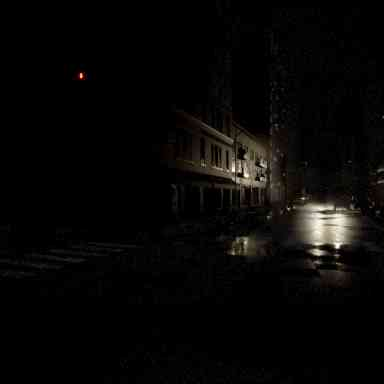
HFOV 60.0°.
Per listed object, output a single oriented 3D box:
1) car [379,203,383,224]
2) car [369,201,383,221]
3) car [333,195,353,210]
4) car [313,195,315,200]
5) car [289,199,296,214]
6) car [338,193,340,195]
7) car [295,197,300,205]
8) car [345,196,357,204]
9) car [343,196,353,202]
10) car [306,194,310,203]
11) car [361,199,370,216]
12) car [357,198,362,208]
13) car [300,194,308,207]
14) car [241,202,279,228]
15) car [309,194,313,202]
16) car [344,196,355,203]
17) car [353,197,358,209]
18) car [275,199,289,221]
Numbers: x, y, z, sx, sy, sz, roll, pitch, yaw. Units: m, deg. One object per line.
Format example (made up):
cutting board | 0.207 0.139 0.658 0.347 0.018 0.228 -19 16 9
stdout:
car | 12.363 1.568 19.124 1.947 1.339 4.313 1 0 22
car | 14.452 1.547 24.245 1.887 1.381 4.507 1 0 22
car | 19.461 1.527 43.310 1.812 1.442 4.674 0 0 22
car | 25.353 1.309 73.537 2.192 1.841 5.009 1 0 22
car | 8.644 1.553 32.580 2.008 1.369 4.403 1 0 22
car | 39.519 1.432 85.698 1.967 1.590 4.097 1 0 22
car | 10.733 1.546 37.700 1.887 1.381 4.507 1 0 22
car | 31.163 1.562 65.214 1.947 1.339 4.313 1 0 22
car | 35.341 1.559 75.457 1.947 1.339 4.313 1 0 22
car | 19.086 1.565 58.179 1.947 1.339 4.313 1 0 22
car | 16.541 1.553 29.366 2.008 1.369 4.403 1 0 22
car | 18.630 1.547 34.488 1.887 1.381 4.507 1 0 22
car | 16.934 1.525 52.902 1.752 1.417 4.829 1 0 22
car | 4.467 1.584 22.341 1.802 1.307 4.206 1 0 22
car | 23.263 1.562 68.418 1.947 1.339 4.313 1 0 22
car | 33.252 1.577 70.335 1.802 1.307 4.206 1 0 22
car | 22.807 1.567 44.730 1.947 1.339 4.313 1 0 22
car | 6.556 1.568 27.460 1.947 1.339 4.313 1 0 22
